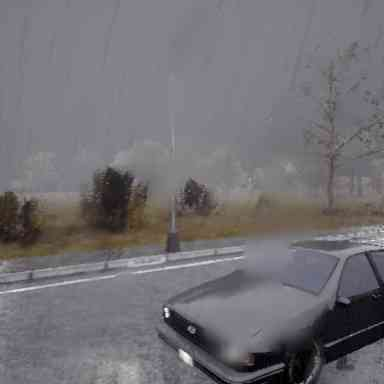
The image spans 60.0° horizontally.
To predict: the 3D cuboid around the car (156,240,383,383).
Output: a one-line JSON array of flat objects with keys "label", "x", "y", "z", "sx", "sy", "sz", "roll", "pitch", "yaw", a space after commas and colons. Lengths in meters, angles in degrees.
[{"label": "car", "x": 2.154, "y": 1.535, "z": 5.337, "sx": 5.357, "sy": 1.411, "sz": 2.033, "roll": 0, "pitch": 0, "yaw": -33}]
